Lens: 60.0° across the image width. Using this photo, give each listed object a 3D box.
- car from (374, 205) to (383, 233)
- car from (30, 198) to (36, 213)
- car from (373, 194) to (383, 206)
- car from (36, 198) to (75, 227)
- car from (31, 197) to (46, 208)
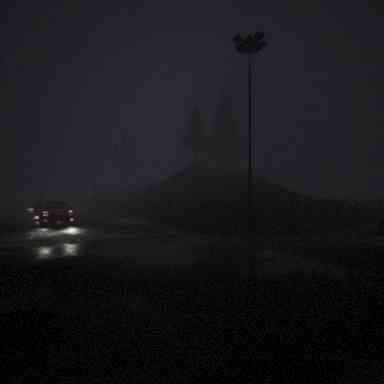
[{"bbox_3d":[12.211,1.589,18.940,4.181,1.385,1.994,0,0,-44],"label":"car"},{"bbox_3d":[-15.695,1.627,35.352,2.033,1.411,5.357,0,0,-27],"label":"car"},{"bbox_3d":[28.787,1.287,48.958,2.150,2.045,5.566,0,0,5],"label":"car"},{"bbox_3d":[-9.621,1.405,23.542,2.097,1.767,4.553,0,0,-27],"label":"car"},{"bbox_3d":[-23.096,1.590,49.916,1.882,1.535,5.008,0,0,-27],"label":"car"}]
